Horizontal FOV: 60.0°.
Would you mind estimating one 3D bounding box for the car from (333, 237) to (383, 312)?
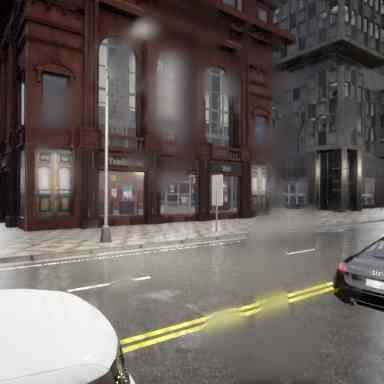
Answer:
[{"bbox_3d":[4.817,1.562,6.893,4.181,1.385,1.994,0,0,-35],"label":"car"}]

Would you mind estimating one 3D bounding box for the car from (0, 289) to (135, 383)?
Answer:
[{"bbox_3d":[-2.920,1.221,1.352,5.566,2.045,2.150,0,0,-36],"label":"car"}]
